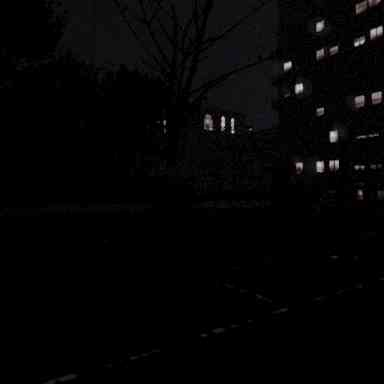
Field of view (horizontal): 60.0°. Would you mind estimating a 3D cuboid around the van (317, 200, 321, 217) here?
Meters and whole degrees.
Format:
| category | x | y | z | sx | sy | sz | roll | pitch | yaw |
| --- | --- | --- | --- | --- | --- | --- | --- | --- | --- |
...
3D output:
| category | x | y | z | sx | sy | sz | roll | pitch | yaw |
| --- | --- | --- | --- | --- | --- | --- | --- | --- | --- |
| van | 10.606 | 1.648 | 32.595 | 1.690 | 1.788 | 3.998 | -1 | 0 | -36 |
